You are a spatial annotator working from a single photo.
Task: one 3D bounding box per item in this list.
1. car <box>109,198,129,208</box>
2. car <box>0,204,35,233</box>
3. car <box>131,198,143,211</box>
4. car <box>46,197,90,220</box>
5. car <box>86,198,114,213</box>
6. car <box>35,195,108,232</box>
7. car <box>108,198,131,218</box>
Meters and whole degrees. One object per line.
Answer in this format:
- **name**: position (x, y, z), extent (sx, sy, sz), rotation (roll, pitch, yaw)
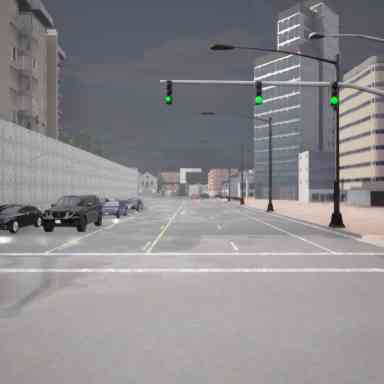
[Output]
- **car**: position (-10.581, 1.600, 48.715), extent (1.895, 1.301, 4.718), rotation (0, 0, 0)
- **car**: position (-10.610, 1.505, 19.769), extent (1.837, 1.490, 4.892), rotation (0, 0, 0)
- **car**: position (-7.111, 1.491, 40.384), extent (2.128, 1.511, 4.902), rotation (0, 0, 0)
- **car**: position (-10.615, 1.352, 28.837), extent (2.097, 1.767, 4.553), rotation (0, 0, 0)
- **car**: position (-10.614, 1.504, 38.655), extent (1.837, 1.490, 4.892), rotation (0, 0, 0)
- **car**: position (-7.107, 1.221, 20.401), extent (2.150, 2.045, 5.566), rotation (0, 0, 0)
- **car**: position (-7.114, 1.525, 30.042), extent (1.812, 1.442, 4.674), rotation (0, 0, 0)
